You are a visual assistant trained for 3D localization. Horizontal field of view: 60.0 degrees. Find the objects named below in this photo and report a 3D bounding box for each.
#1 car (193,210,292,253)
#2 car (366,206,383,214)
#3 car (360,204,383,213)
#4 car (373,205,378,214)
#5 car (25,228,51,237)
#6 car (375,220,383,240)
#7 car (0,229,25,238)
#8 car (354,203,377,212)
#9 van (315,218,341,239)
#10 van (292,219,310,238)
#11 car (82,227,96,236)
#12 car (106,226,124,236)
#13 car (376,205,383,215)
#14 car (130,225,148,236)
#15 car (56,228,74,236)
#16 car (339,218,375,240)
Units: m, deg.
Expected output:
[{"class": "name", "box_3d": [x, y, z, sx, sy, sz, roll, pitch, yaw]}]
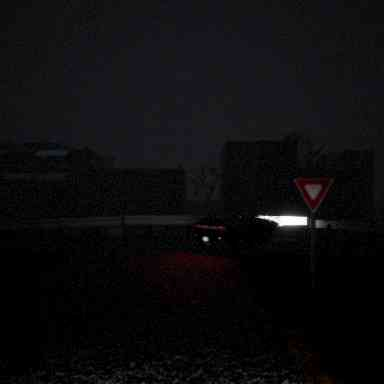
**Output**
[{"class": "car", "box_3d": [2.077, 1.499, 14.050, 2.128, 1.511, 4.902, 1, 1, 40]}, {"class": "car", "box_3d": [41.467, 3.992, 74.293, 4.674, 1.452, 2.002, -1, 0, -17]}, {"class": "car", "box_3d": [41.676, 3.789, 77.292, 4.553, 1.767, 2.185, -1, 1, -17]}, {"class": "car", "box_3d": [41.258, 3.864, 71.289, 4.553, 1.767, 2.185, -1, 0, -17]}, {"class": "car", "box_3d": [-17.948, 4.418, 39.404, 2.097, 1.535, 5.008, 0, 0, -18]}, {"class": "car", "box_3d": [20.522, 4.169, 38.183, 2.435, 2.045, 5.566, 0, 0, -18]}, {"class": "car", "box_3d": [-20.912, 4.447, 39.523, 2.163, 1.488, 4.792, 0, 0, -18]}, {"class": "car", "box_3d": [41.853, 3.753, 80.288, 4.553, 1.767, 2.185, -1, 1, -17]}, {"class": "van", "box_3d": [14.552, 4.196, 38.502, 1.878, 1.987, 4.442, 0, 0, -18]}, {"class": "van", "box_3d": [11.594, 4.196, 38.595, 1.878, 1.987, 4.442, 0, 0, -18]}, {"class": "car", "box_3d": [-12.021, 4.419, 39.221, 2.097, 1.535, 5.008, 0, 0, -18]}, {"class": "car", "box_3d": [-9.133, 4.417, 39.301, 1.946, 1.575, 5.366, 0, 0, -18]}, {"class": "car", "box_3d": [41.126, 4.027, 68.291, 5.008, 1.535, 2.097, -1, 1, -17]}, {"class": "car", "box_3d": [-6.095, 4.450, 39.013, 2.163, 1.488, 4.792, 0, 0, -18]}, {"class": "car", "box_3d": [-15.048, 4.416, 39.486, 1.946, 1.575, 5.366, 0, 0, -18]}, {"class": "car", "box_3d": [17.564, 4.170, 38.276, 2.435, 2.045, 5.566, 0, 0, -18]}]
